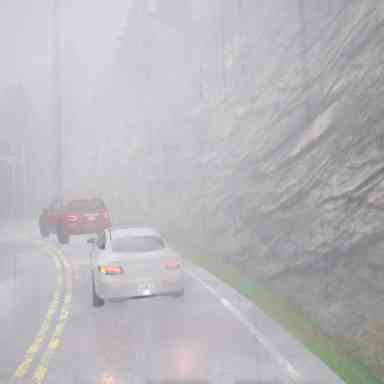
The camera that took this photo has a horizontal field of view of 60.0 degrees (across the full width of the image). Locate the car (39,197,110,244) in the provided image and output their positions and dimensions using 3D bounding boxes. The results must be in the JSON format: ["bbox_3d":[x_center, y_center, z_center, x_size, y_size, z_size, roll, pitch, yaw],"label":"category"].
[{"bbox_3d":[-6.013,1.295,16.710,2.150,2.045,5.566,-3,1,-37],"label":"car"}]

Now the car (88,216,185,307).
[{"bbox_3d":[-1.497,1.530,8.079,1.812,1.442,4.674,-1,0,-17],"label":"car"}]
